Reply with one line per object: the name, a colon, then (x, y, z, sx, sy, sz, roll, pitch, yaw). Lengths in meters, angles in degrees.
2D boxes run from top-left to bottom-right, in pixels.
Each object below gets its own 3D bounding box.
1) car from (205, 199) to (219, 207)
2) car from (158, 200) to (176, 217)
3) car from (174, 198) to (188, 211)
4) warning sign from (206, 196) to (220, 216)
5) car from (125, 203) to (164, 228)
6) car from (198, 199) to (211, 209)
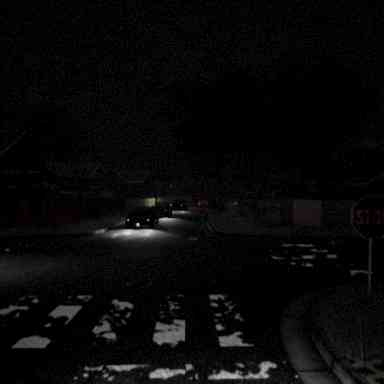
car: (4.008, 2.099, 65.876, 2.033, 1.411, 5.357, 0, 0, 13)
car: (-3.127, 1.797, 34.346, 1.812, 1.442, 4.674, 0, 0, 4)
car: (-1.883, 1.746, 47.898, 2.097, 1.767, 4.553, 0, 0, 7)
warning sign: (2.145, 1.393, 33.419, 1.300, 1.860, 1.060, 3, 2, 3)
car: (-3.454, 1.732, 24.039, 2.033, 1.411, 5.357, 0, 0, 1)
car: (2.158, 2.004, 55.782, 1.812, 1.442, 4.674, 0, 0, 10)
